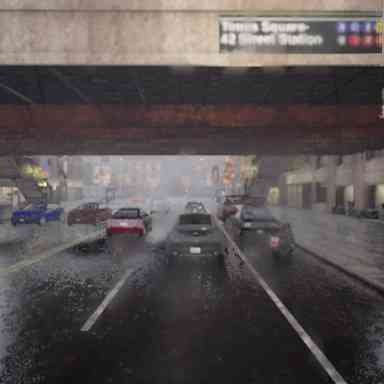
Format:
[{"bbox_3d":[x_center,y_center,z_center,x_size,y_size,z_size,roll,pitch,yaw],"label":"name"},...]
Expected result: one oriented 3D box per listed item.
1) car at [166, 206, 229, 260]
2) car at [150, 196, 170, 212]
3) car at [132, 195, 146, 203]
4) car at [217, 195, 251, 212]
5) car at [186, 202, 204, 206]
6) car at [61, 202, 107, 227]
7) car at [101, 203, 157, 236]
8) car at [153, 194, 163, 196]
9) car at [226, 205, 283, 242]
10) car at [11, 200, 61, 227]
[{"bbox_3d":[0.127,1.494,12.325,1.837,1.490,4.892,0,0,0],"label":"car"},{"bbox_3d":[-3.290,1.496,34.482,1.812,1.442,4.674,0,0,0],"label":"car"},{"bbox_3d":[-10.399,1.318,65.103,2.097,1.767,4.553,0,0,0],"label":"car"},{"bbox_3d":[3.180,1.207,25.440,2.435,2.045,5.566,0,0,0],"label":"car"},{"bbox_3d":[0.224,1.523,28.089,2.033,1.411,5.357,0,0,0],"label":"car"},{"bbox_3d":[-6.990,1.458,23.011,1.882,1.535,5.008,0,0,0],"label":"car"},{"bbox_3d":[-3.319,1.548,18.304,1.994,1.385,4.181,0,0,0],"label":"car"},{"bbox_3d":[-6.909,1.311,64.672,2.097,1.767,4.553,0,0,0],"label":"car"},{"bbox_3d":[3.225,1.579,18.044,1.895,1.301,4.718,0,0,0],"label":"car"},{"bbox_3d":[-10.490,1.458,23.009,1.882,1.535,5.008,0,0,0],"label":"car"}]
